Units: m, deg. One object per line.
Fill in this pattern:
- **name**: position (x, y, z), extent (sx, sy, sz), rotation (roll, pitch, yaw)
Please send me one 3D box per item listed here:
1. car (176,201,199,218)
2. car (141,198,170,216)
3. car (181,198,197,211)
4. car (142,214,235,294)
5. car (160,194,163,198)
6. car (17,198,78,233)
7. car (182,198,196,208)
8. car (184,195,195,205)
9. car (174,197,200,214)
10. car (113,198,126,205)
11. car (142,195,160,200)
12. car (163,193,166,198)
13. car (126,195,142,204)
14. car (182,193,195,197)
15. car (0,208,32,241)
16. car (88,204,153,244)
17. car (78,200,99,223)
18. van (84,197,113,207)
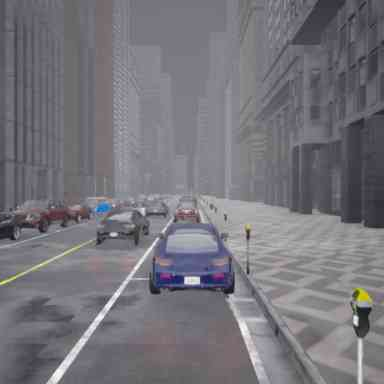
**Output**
- **car**: position (-0.385, 1.565, 30.990), extent (1.947, 1.339, 4.313), rotation (0, 0, 0)
- **car**: position (-3.143, 1.563, 30.567), extent (1.994, 1.385, 4.181), rotation (0, 0, 0)
- **car**: position (-0.385, 1.544, 42.263), extent (1.887, 1.381, 4.507), rotation (0, 0, 0)
- **car**: position (0.003, 1.525, 8.651), extent (1.812, 1.442, 4.674), rotation (0, 0, 0)
- **car**: position (-8.911, 1.447, 81.710), extent (1.967, 1.590, 4.097), rotation (0, 0, 0)
- **car**: position (-8.911, 1.314, 19.706), extent (2.192, 1.841, 5.009), rotation (0, 0, 0)
- **car**: position (-0.385, 1.565, 47.899), extent (1.947, 1.339, 4.313), rotation (0, 0, 0)
- **car**: position (-0.386, 1.439, 59.171), extent (1.967, 1.590, 4.097), rotation (0, 0, 0)
- **car**: position (-0.386, 1.439, 25.353), extent (1.967, 1.590, 4.097), rotation (0, 0, 0)
- **car**: position (-8.911, 1.439, 36.617), extent (1.967, 1.590, 4.097), rotation (0, 0, 0)
- **car**: position (-6.149, 1.526, 48.633), extent (1.812, 1.442, 4.674), rotation (0, 0, 0)
- **car**: position (-8.912, 1.324, 87.347), extent (2.192, 1.841, 5.009), rotation (0, 0, 0)
- **car**: position (-8.911, 1.439, 47.891), extent (1.967, 1.590, 4.097), rotation (0, 0, 0)
- **car**: position (-0.386, 1.314, 36.627), extent (2.192, 1.841, 5.009), rotation (0, 0, 0)
- **car**: position (-8.910, 1.565, 14.070), extent (1.947, 1.339, 4.313), rotation (0, 0, 0)
- **car**: position (-3.141, 1.525, 15.674), extent (1.812, 1.442, 4.674), rotation (0, 0, 0)
- **car**: position (-8.910, 1.544, 25.344), extent (1.887, 1.381, 4.507), rotation (0, 0, 0)
- **van**: position (-8.911, 1.340, 30.980), extent (1.690, 1.788, 3.998), rotation (0, 0, 0)
